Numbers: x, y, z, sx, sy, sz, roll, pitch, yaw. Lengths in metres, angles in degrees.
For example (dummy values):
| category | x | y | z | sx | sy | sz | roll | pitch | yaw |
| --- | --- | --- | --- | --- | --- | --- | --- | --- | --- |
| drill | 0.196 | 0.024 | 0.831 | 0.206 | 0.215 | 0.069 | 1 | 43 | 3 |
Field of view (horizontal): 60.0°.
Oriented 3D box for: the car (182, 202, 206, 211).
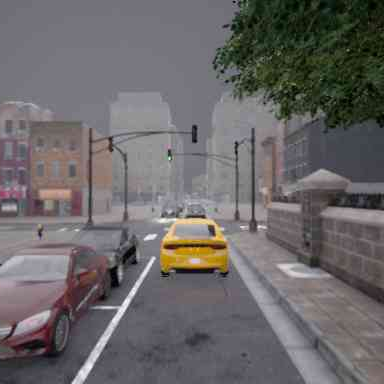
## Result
| category | x | y | z | sx | sy | sz | roll | pitch | yaw |
| --- | --- | --- | --- | --- | --- | --- | --- | --- | --- |
| car | 0.372 | 1.945 | 32.483 | 2.033 | 1.411 | 5.357 | 0 | -1 | 0 |

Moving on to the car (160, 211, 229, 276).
| category | x | y | z | sx | sy | sz | roll | pitch | yaw |
| --- | --- | --- | --- | --- | --- | --- | --- | --- | --- |
| car | 0.083 | 1.614 | 10.873 | 1.882 | 1.535 | 5.008 | 0 | -1 | 0 |

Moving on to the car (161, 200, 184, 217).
| category | x | y | z | sx | sy | sz | roll | pitch | yaw |
| --- | --- | --- | --- | --- | --- | --- | --- | --- | --- |
| car | -2.311 | 1.943 | 36.761 | 2.128 | 1.511 | 4.902 | 0 | -1 | 0 |

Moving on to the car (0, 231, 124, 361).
| category | x | y | z | sx | sy | sz | roll | pitch | yaw |
| --- | --- | --- | --- | --- | --- | --- | --- | --- | --- |
| car | -2.641 | 1.659 | 6.100 | 1.802 | 1.307 | 4.206 | 0 | -1 | 0 |

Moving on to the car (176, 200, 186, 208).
| category | x | y | z | sx | sy | sz | roll | pitch | yaw |
| --- | --- | --- | --- | --- | --- | --- | --- | --- | --- |
| car | -2.259 | 2.323 | 66.955 | 1.837 | 1.490 | 4.892 | 0 | -1 | 0 |

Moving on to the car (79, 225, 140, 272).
| category | x | y | z | sx | sy | sz | roll | pitch | yaw |
| --- | --- | --- | --- | --- | --- | --- | --- | --- | --- |
| car | -2.644 | 1.689 | 9.762 | 1.947 | 1.339 | 4.313 | 0 | -1 | 0 |

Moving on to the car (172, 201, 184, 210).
| category | x | y | z | sx | sy | sz | roll | pitch | yaw |
| --- | --- | --- | --- | --- | --- | --- | --- | --- | --- |
| car | -2.309 | 2.296 | 56.754 | 1.895 | 1.301 | 4.718 | 0 | -1 | 0 |
